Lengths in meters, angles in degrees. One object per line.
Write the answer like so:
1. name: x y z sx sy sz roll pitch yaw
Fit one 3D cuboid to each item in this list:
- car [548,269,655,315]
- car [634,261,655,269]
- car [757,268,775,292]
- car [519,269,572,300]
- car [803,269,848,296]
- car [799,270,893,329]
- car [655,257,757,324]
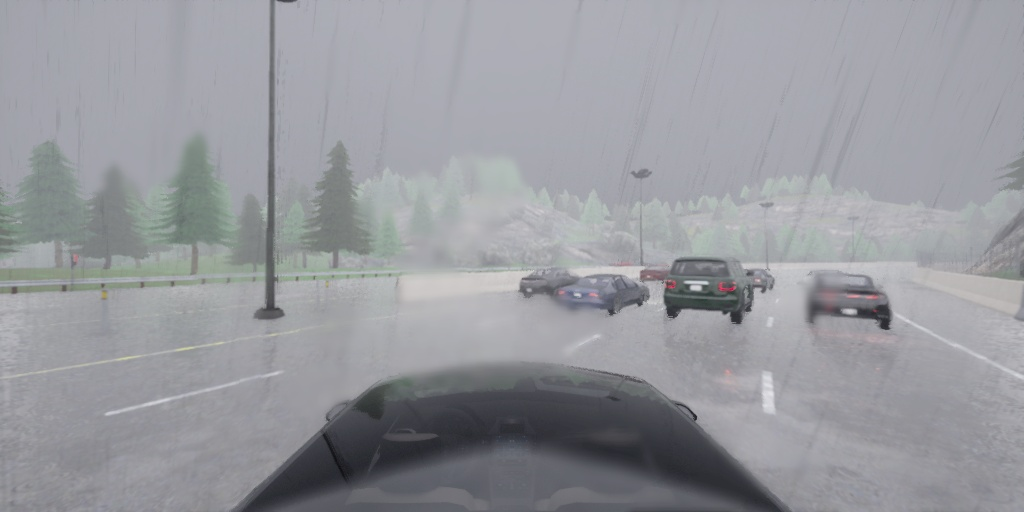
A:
1. car: 3.792 1.401 14.204 2.033 1.411 5.357 0 -1 38
2. car: 12.443 1.466 30.074 1.882 1.535 5.008 0 0 43
3. car: 15.519 1.484 23.089 2.033 1.411 5.357 0 -1 42
4. car: 2.312 1.373 17.973 2.128 1.511 4.902 0 -1 38
5. car: 19.206 1.532 21.927 1.895 1.301 4.718 0 -1 42
6. car: 10.793 1.334 11.777 2.128 1.511 4.902 0 -1 38
7. car: 7.110 1.065 12.768 2.150 2.045 5.566 0 -1 38
